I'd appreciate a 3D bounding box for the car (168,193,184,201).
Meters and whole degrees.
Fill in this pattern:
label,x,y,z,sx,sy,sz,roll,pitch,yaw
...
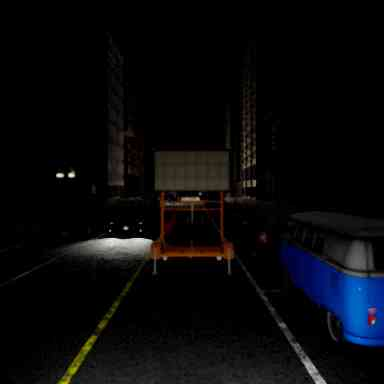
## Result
label,x,y,z,sx,sy,sz,roll,pitch,yaw
car,-3.024,1.084,59.149,2.097,1.767,4.553,0,0,0

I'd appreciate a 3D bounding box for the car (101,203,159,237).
label,x,y,z,sx,sy,sz,roll,pitch,yaw
car,-3.090,1.478,17.452,1.994,1.385,4.181,0,0,0

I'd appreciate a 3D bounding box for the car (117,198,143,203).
label,x,y,z,sx,sy,sz,roll,pitch,yaw
car,-5.745,1.415,28.406,2.008,1.369,4.403,0,0,0

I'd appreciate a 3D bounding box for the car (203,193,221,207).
label,x,y,z,sx,sy,sz,roll,pitch,yaw
car,2.787,1.129,39.631,2.192,1.841,5.009,0,0,0

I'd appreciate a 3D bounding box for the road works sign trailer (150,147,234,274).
label,x,y,z,sx,sy,sz,roll,pitch,yaw
road works sign trailer,0.005,0.413,10.308,2.380,3.560,2.880,0,0,0

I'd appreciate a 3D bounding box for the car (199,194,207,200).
label,x,y,z,sx,sy,sz,roll,pitch,yaw
car,2.816,1.172,84.504,1.887,1.381,4.507,0,0,0

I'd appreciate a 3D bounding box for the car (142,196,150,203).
label,x,y,z,sx,sy,sz,roll,pitch,yaw
car,-5.741,1.421,34.016,1.802,1.307,4.206,0,0,0

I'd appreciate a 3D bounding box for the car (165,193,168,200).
label,x,y,z,sx,sy,sz,roll,pitch,yaw
car,-5.727,1.058,56.452,2.192,1.841,5.009,0,0,0

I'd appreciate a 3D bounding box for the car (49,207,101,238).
label,x,y,z,sx,sy,sz,roll,pitch,yaw
car,-5.752,1.482,17.187,1.947,1.339,4.313,0,0,0

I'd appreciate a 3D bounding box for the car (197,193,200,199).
label,x,y,z,sx,sy,sz,roll,pitch,yaw
car,2.809,0.988,73.285,2.192,1.841,5.009,0,0,0

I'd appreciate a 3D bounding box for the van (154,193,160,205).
label,x,y,z,sx,sy,sz,roll,pitch,yaw
van,-5.734,1.132,45.233,1.690,1.788,3.998,0,0,0

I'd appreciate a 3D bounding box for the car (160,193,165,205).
label,x,y,z,sx,sy,sz,roll,pitch,yaw
car,-5.731,1.207,50.843,1.967,1.590,4.097,0,0,0

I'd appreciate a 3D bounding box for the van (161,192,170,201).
label,x,y,z,sx,sy,sz,roll,pitch,yaw
van,-5.716,1.015,73.281,1.690,1.788,3.998,0,0,0

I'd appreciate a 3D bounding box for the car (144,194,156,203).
label,x,y,z,sx,sy,sz,roll,pitch,yaw
car,-5.738,1.341,39.455,1.752,1.417,4.829,0,0,0

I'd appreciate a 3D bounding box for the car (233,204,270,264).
label,x,y,z,sx,sy,sz,roll,pitch,yaw
car,2.770,1.382,11.586,1.967,1.590,4.097,0,0,0

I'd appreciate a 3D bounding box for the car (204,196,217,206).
label,x,y,z,sx,sy,sz,roll,pitch,yaw
car,2.795,1.291,51.020,1.752,1.417,4.829,0,0,0

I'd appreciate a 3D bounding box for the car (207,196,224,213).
label,x,y,z,sx,sy,sz,roll,pitch,yaw
car,2.784,1.421,34.023,1.802,1.307,4.206,0,0,0

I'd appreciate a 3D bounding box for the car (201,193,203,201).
label,x,y,z,sx,sy,sz,roll,pitch,yaw
car,2.791,1.105,45.240,2.192,1.841,5.009,0,0,0

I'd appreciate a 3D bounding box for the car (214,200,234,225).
label,x,y,z,sx,sy,sz,roll,pitch,yaw
car,2.777,1.455,22.804,1.947,1.339,4.313,0,0,0

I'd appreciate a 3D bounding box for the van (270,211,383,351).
label,x,y,z,sx,sy,sz,roll,pitch,yaw
van,2.766,1.310,5.977,1.690,1.788,3.998,0,0,0

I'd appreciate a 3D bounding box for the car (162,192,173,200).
label,x,y,z,sx,sy,sz,roll,pitch,yaw
car,-5.713,0.966,78.890,2.192,1.841,5.009,0,0,0
